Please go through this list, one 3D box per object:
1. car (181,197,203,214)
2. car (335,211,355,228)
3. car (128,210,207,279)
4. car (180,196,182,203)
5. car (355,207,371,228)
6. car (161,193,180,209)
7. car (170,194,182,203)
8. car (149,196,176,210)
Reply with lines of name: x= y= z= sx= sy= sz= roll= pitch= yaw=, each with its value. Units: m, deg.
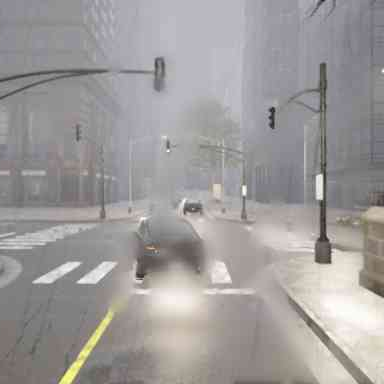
car: x=0.091 y=1.477 z=34.755 sx=1.882 sy=1.535 sz=5.008 roll=0 pitch=0 yaw=0
car: x=11.930 y=1.681 z=22.292 sx=4.403 sy=1.369 sz=2.008 roll=0 pitch=0 yaw=0
car: x=-0.885 y=1.528 z=10.283 sx=1.837 sy=1.490 sz=4.892 roll=0 pitch=0 yaw=-13
car: x=-2.998 y=1.405 z=52.804 sx=2.128 sy=1.511 sz=4.902 roll=0 pitch=0 yaw=0
car: x=13.099 y=1.353 z=19.618 sx=5.566 sy=2.045 sz=2.150 roll=0 pitch=0 yaw=0
car: x=-3.068 y=1.187 z=42.810 sx=2.150 sy=2.045 sz=5.566 roll=0 pitch=0 yaw=1
car: x=-2.998 y=1.199 z=63.092 sx=2.097 sy=1.767 sz=4.553 roll=0 pitch=0 yaw=0
car: x=-3.089 y=1.498 z=32.924 sx=2.128 sy=1.511 sz=4.902 roll=0 pitch=0 yaw=0
